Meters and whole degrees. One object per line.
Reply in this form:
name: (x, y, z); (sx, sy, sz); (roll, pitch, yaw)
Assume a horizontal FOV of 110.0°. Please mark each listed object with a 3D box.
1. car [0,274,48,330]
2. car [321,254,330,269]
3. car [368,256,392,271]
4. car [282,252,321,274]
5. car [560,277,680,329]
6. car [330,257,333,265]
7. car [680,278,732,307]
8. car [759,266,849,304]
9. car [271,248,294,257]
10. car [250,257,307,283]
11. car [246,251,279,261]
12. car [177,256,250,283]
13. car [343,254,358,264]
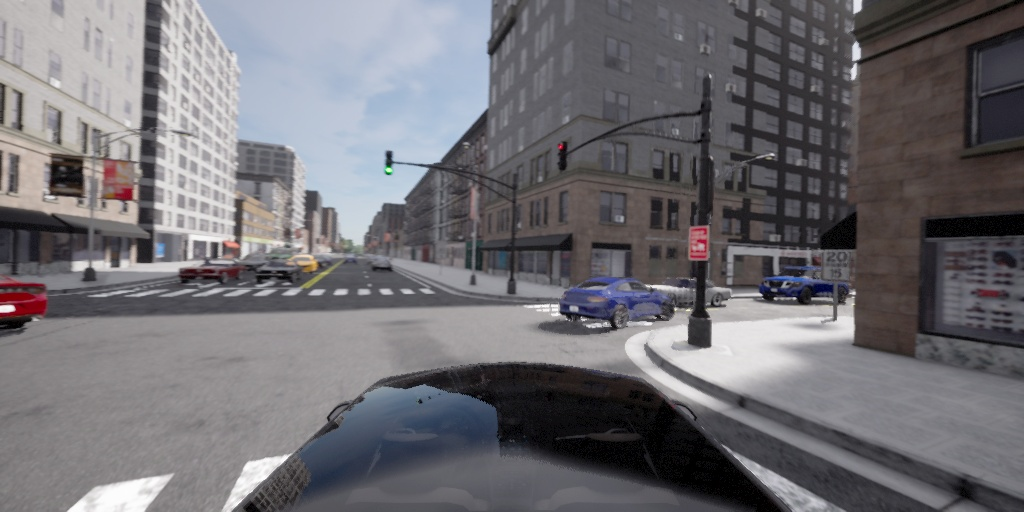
car: (-12.615, 0.816, 7.171); (5.008, 1.535, 1.882); (2, -2, 0)
car: (-21.566, 0.588, 39.412); (1.837, 1.490, 4.892); (2, 0, -23)
car: (-14.165, 0.891, 38.961); (1.994, 1.385, 4.181); (2, 0, -23)
car: (-17.817, 0.676, 30.585); (1.882, 1.535, 5.008); (2, 0, -23)
car: (3.528, 1.422, 11.868); (4.674, 1.442, 1.812); (2, -2, -41)
car: (-25.591, 0.484, 48.775); (1.812, 1.442, 4.674); (2, 0, -23)
car: (8.025, 1.682, 17.084); (4.718, 1.301, 1.895); (2, 0, -23)
car: (17.055, 1.631, 20.880); (5.566, 2.045, 2.150); (2, 0, -23)
car: (-24.495, 0.207, 38.025); (2.150, 2.045, 5.566); (2, 0, -23)
car: (-14.107, 0.912, 21.959); (1.895, 1.301, 4.718); (2, 0, -23)
car: (-20.669, 0.608, 28.984); (1.837, 1.490, 4.892); (2, 0, -23)
car: (-17.079, 0.812, 20.622); (1.895, 1.301, 4.718); (2, 0, -23)
car: (-24.803, 0.515, 55.186); (1.812, 1.442, 4.674); (2, 0, -23)
